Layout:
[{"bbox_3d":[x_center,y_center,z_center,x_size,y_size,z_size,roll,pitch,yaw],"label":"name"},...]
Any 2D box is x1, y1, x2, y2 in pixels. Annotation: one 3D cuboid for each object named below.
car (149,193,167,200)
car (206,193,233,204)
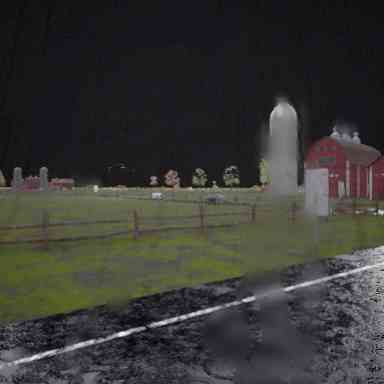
[{"bbox_3d":[-6.722,0.866,64.809,1.812,1.442,4.674,-1,1,-36],"label":"car"},{"bbox_3d":[4.082,0.985,49.694,1.837,1.490,4.892,-1,1,-36],"label":"car"}]
